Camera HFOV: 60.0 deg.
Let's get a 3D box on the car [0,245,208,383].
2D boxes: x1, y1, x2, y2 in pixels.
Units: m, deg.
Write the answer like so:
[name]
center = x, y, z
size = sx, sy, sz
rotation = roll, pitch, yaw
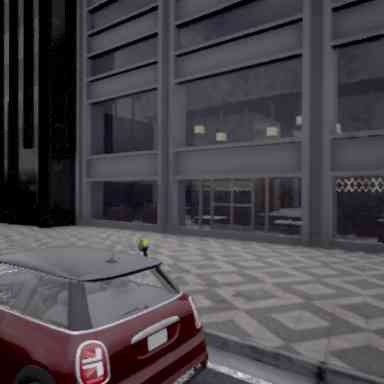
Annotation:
[car]
center = -1.910, 1.436, 4.321
size = 4.097, 1.590, 1.967
rotation = 0, 0, 36
